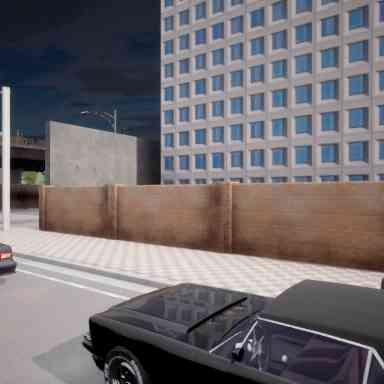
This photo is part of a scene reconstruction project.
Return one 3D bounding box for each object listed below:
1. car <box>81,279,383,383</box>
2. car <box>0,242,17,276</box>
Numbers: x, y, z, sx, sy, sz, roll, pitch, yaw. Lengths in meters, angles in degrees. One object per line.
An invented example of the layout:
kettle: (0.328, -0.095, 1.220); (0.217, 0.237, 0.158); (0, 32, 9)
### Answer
car: (1.059, 1.601, 3.229); (4.718, 1.301, 1.895); (0, 0, 36)
car: (-6.747, 1.547, 8.804); (5.357, 1.411, 2.033); (0, 0, 36)
